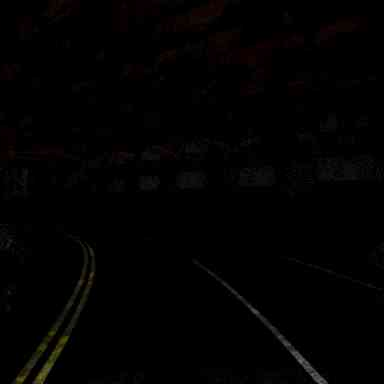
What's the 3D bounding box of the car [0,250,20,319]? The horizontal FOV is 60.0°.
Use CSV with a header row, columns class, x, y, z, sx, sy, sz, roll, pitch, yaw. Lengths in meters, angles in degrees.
class,x,y,z,sx,sy,sz,roll,pitch,yaw
car,-4.145,1.591,4.799,2.128,1.511,4.902,0,-1,-8
